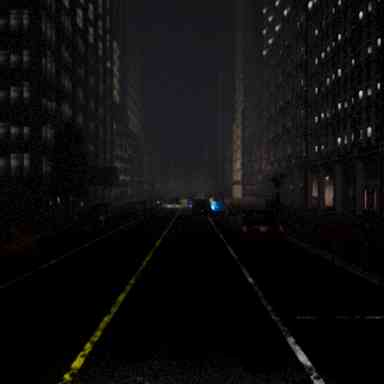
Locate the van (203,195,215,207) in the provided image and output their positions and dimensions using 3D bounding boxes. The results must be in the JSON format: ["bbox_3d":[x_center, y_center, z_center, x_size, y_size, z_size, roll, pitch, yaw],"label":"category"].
[{"bbox_3d":[2.694,1.384,54.218,1.690,1.788,3.998,-1,0,0],"label":"van"}]

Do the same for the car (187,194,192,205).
[{"bbox_3d":[0.655,1.516,47.612,1.882,1.535,5.008,0,0,7],"label":"car"}]

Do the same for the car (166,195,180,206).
[{"bbox_3d":[-3.041,1.524,57.890,1.882,1.535,5.008,0,0,1],"label":"car"}]

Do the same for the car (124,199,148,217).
[{"bbox_3d":[-5.690,1.576,31.485,2.008,1.369,4.403,-1,0,0],"label":"car"}]

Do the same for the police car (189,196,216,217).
[{"bbox_3d":[0.907,1.450,31.623,1.930,1.638,5.238,0,0,0],"label":"police car"}]

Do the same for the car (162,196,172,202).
[{"bbox_3d":[-5.679,1.611,76.954,2.008,1.369,4.403,-1,0,0],"label":"car"}]

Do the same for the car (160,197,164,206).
[{"bbox_3d":[-5.687,1.589,48.536,2.008,1.369,4.403,-1,0,0],"label":"car"}]

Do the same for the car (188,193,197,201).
[{"bbox_3d":[0.020,1.158,82.556,2.150,2.045,5.566,0,0,0],"label":"car"}]

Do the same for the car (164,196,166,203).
[{"bbox_3d":[-5.684,1.625,54.220,1.802,1.307,4.206,-1,0,0],"label":"car"}]

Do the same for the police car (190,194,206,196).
[{"bbox_3d":[0.910,1.458,41.624,1.930,1.638,5.238,0,0,0],"label":"police car"}]

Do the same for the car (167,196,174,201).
[{"bbox_3d":[-5.676,1.651,88.321,1.802,1.307,4.206,-1,0,0],"label":"car"}]

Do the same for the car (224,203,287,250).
[{"bbox_3d":[2.685,1.452,14.433,1.967,1.590,4.097,-1,0,0],"label":"car"}]

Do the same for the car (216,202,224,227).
[{"bbox_3d":[2.687,1.541,20.286,1.752,1.417,4.829,-1,0,0],"label":"car"}]

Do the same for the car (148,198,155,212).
[{"bbox_3d":[-5.689,1.595,37.169,1.947,1.339,4.313,-1,0,0],"label":"car"}]

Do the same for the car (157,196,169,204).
[{"bbox_3d":[-5.682,1.603,65.587,2.008,1.369,4.403,-1,0,0],"label":"car"}]

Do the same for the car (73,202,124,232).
[{"bbox_3d":[-5.694,1.456,20.118,1.967,1.590,4.097,-1,0,0],"label":"car"}]

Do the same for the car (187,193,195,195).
[{"bbox_3d":[0.017,1.529,67.526,1.882,1.535,5.008,0,0,0],"label":"car"}]

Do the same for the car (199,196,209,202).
[{"bbox_3d":[2.702,1.611,76.952,2.008,1.369,4.403,-1,0,0],"label":"car"}]

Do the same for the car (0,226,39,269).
[{"bbox_3d":[-5.696,1.532,8.581,1.752,1.417,4.829,-1,0,0],"label":"car"}]

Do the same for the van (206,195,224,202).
[{"bbox_3d":[2.690,1.371,37.167,1.690,1.788,3.998,-1,0,0],"label":"van"}]

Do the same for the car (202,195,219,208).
[{"bbox_3d":[2.692,1.354,48.534,2.192,1.841,5.009,-1,0,0],"label":"car"}]

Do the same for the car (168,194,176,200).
[{"bbox_3d":[-5.676,1.513,94.005,1.967,1.590,4.097,-1,0,0],"label":"car"}]

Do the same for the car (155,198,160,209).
[{"bbox_3d":[-5.687,1.579,42.853,1.887,1.381,4.507,-1,0,0],"label":"car"}]
